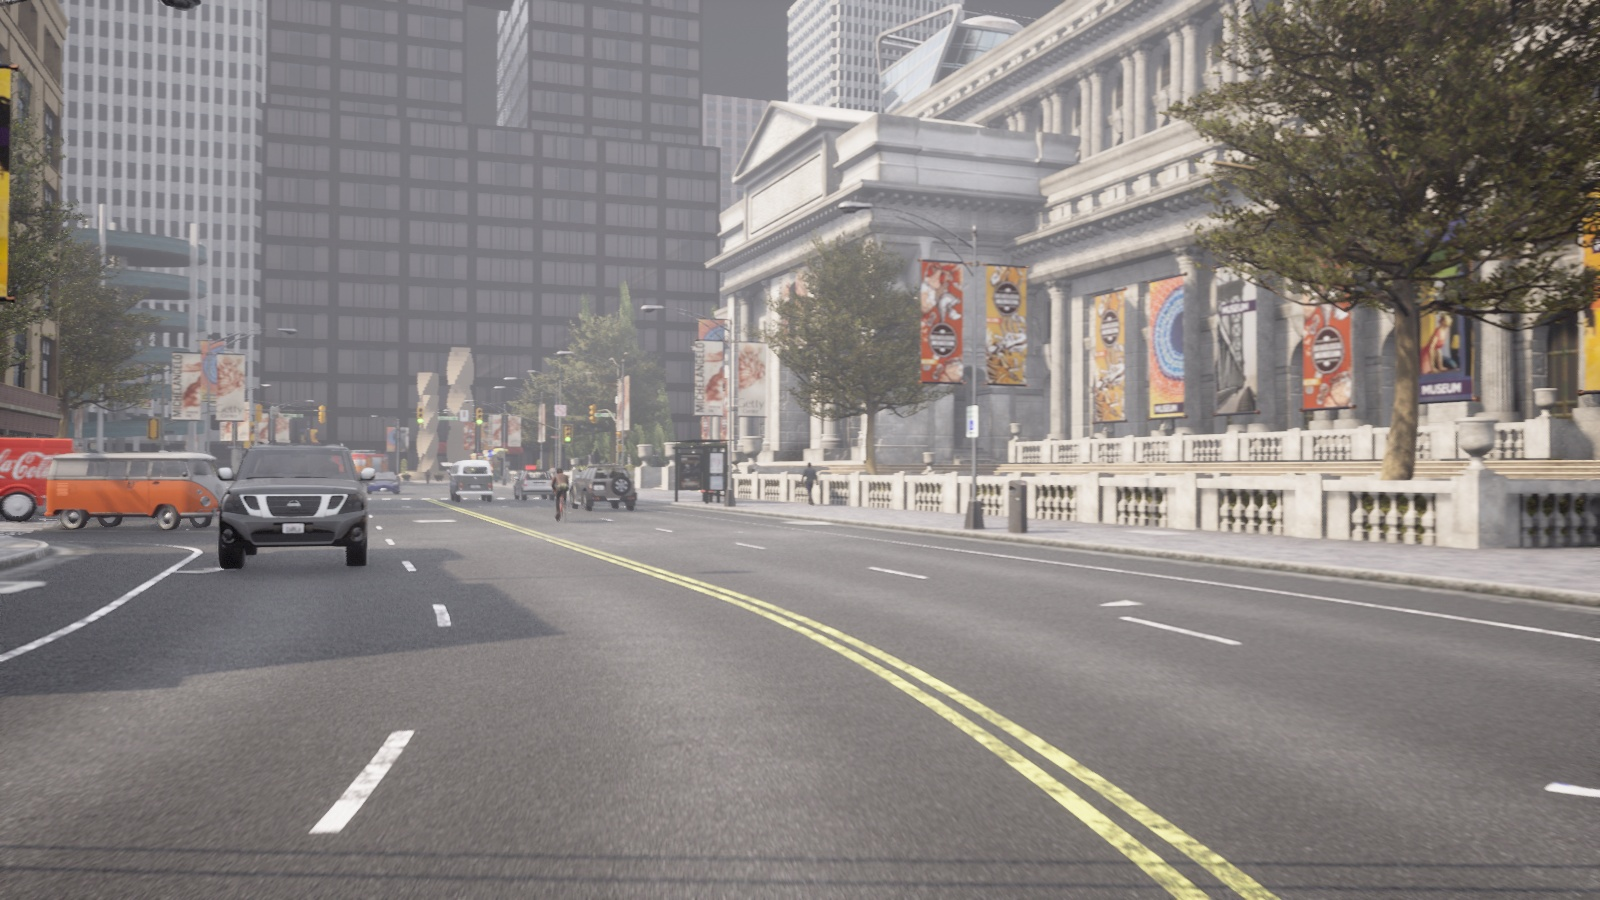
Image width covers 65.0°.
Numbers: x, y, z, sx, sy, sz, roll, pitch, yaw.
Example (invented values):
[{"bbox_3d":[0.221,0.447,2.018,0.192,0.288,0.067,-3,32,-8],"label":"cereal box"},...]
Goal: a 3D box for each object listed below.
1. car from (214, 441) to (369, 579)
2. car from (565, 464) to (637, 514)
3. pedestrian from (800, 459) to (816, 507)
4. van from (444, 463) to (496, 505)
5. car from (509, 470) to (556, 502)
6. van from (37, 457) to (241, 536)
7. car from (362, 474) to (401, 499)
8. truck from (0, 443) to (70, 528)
[{"bbox_3d":[-8.603,0.937,21.553,2.150,2.045,5.566,0,-1,-20],"label":"car"},{"bbox_3d":[-7.916,1.502,49.629,1.932,1.855,4.605,0,-1,-20],"label":"car"},{"bbox_3d":[0.329,1.333,51.519,0.423,1.949,0.788,0,-1,-16],"label":"pedestrian"},{"bbox_3d":[-16.502,1.669,62.632,2.069,2.038,4.480,0,-1,-20],"label":"van"},{"bbox_3d":[-14.168,1.895,66.389,1.851,1.617,3.988,0,-1,-20],"label":"car"},{"bbox_3d":[-17.095,1.198,32.589,4.442,1.987,1.775,0,-1,6],"label":"van"},{"bbox_3d":[-26.555,2.278,79.565,2.163,1.488,4.792,0,-1,-20],"label":"car"},{"bbox_3d":[-24.453,1.065,36.824,5.204,2.467,2.627,0,-2,-31],"label":"truck"}]
